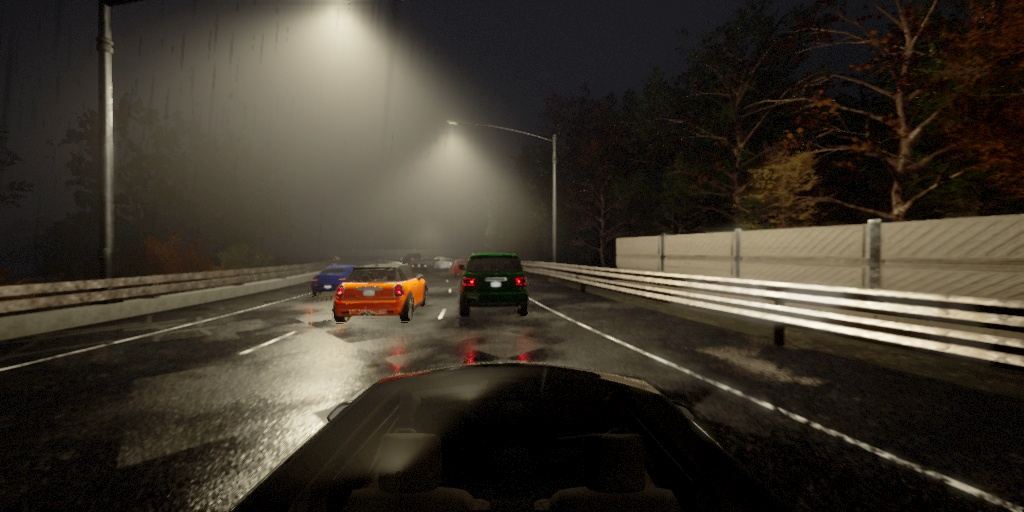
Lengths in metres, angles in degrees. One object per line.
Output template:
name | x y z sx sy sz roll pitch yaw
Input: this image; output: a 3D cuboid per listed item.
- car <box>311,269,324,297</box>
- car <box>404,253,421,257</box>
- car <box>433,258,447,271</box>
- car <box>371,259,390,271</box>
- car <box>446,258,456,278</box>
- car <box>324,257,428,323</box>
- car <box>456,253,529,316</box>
car | -8.510 1.169 18.091 1.812 1.442 4.674 0 0 -9
car | -16.577 0.568 59.506 2.150 2.045 5.566 0 0 -31
car | -8.059 0.984 42.562 1.812 1.442 4.674 0 0 -21
car | -16.057 1.067 43.643 1.895 1.301 4.718 0 0 -24
car | -4.251 1.016 30.812 1.882 1.535 5.008 0 1 -15
car | -4.166 1.032 12.048 2.097 1.767 4.553 0 0 -5
car | -0.761 0.889 13.159 2.150 2.045 5.566 0 1 -6
